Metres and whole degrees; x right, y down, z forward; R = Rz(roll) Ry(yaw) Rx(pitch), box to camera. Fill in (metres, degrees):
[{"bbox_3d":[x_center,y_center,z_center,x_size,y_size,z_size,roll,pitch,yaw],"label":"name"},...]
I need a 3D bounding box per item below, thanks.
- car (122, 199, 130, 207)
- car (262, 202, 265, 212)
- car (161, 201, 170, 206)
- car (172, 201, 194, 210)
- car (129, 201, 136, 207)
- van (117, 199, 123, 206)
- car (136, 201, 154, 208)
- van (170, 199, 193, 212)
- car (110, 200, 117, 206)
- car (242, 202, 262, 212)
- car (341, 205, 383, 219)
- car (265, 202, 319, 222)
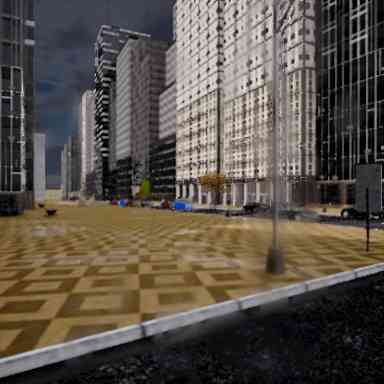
[{"bbox_3d":[-13.320,2.605,73.158,1.887,1.381,4.507,-1,-1,-25],"label":"car"},{"bbox_3d":[11.181,1.949,41.221,1.947,1.339,4.313,-1,-1,-25],"label":"car"},{"bbox_3d":[-5.754,2.655,76.763,1.802,1.307,4.206,-1,-1,-25],"label":"car"},{"bbox_3d":[-1.493,2.200,54.528,1.812,1.442,4.674,0,-1,-25],"label":"car"},{"bbox_3d":[-10.828,2.481,67.928,1.752,1.417,4.829,-1,-1,-25],"label":"car"},{"bbox_3d":[-15.743,2.504,78.237,1.690,1.788,3.998,-1,-1,-25],"label":"van"},{"bbox_3d":[-8.481,2.409,63.003,2.008,1.369,4.403,-1,-1,-25],"label":"car"},{"bbox_3d":[-1.228,1.904,47.774,1.690,1.788,3.998,-1,-1,-25],"label":"van"},{"bbox_3d":[-20.577,2.912,88.389,1.887,1.381,4.507,-1,-1,-25],"label":"car"},{"bbox_3d":[8.761,2.045,46.298,1.947,1.339,4.313,-1,-1,-25],"label":"car"},{"bbox_3d":[16.019,1.745,31.066,2.008,1.369,4.403,-1,-1,-25],"label":"car"},{"bbox_3d":[8.454,1.732,27.461,2.008,1.369,4.403,-1,-1,-25],"label":"car"}]
